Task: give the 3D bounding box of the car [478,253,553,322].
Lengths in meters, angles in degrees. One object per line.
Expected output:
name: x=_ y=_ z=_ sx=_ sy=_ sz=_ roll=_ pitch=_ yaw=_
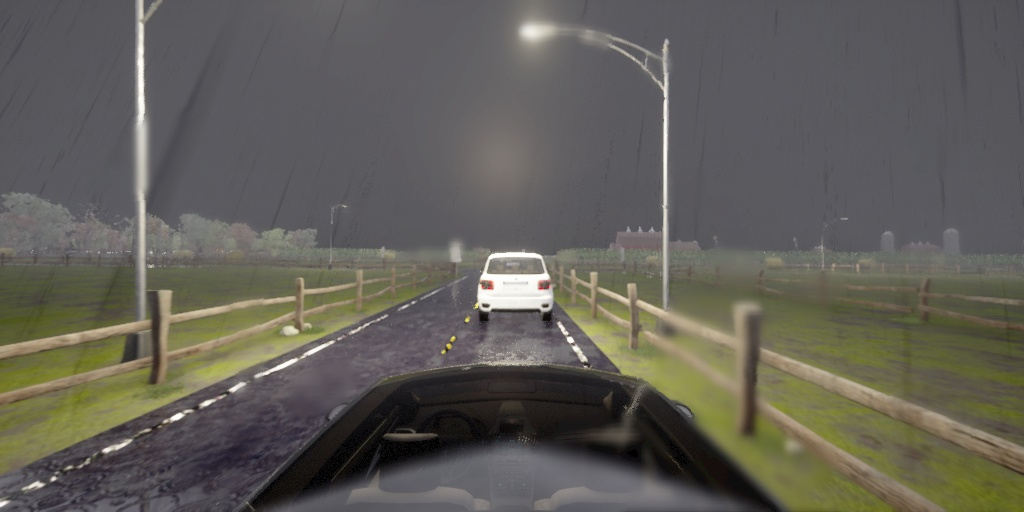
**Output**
car: x=0.097 y=0.935 z=12.199 sx=2.150 sy=2.045 sz=5.566 roll=0 pitch=0 yaw=0
